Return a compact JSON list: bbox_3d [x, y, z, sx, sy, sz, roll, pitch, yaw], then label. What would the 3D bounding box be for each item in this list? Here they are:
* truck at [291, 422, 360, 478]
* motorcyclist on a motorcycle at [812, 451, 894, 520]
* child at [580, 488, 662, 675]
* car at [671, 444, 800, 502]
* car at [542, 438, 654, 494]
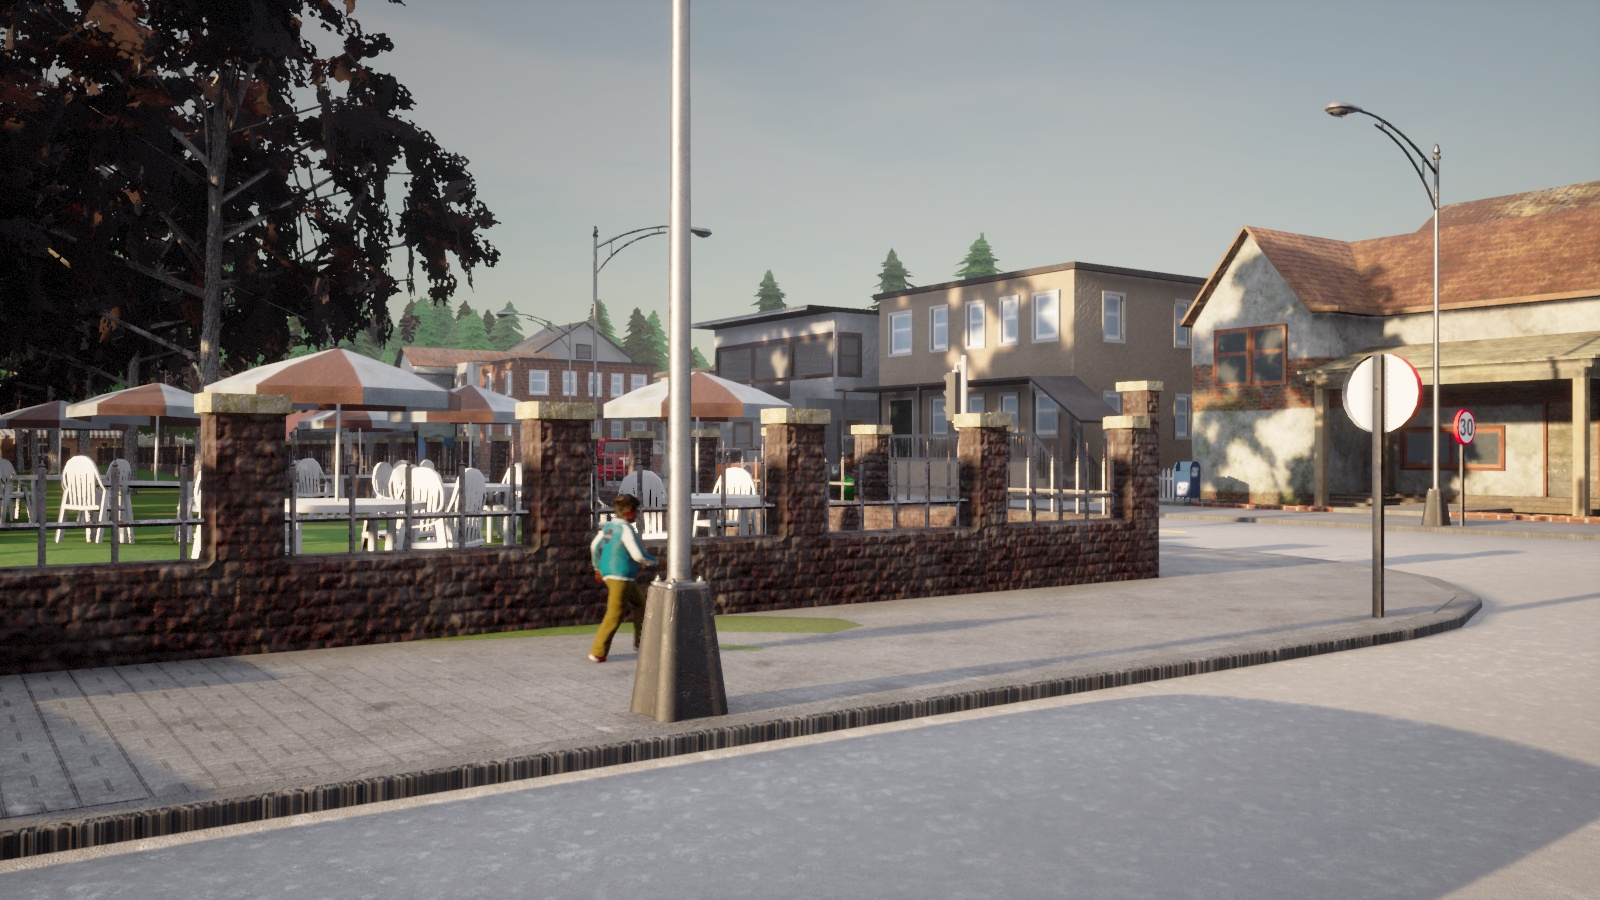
[{"bbox_3d":[-30.827,0.028,81.443,2.891,3.462,7.936,0,0,-30],"label":"truck"},{"bbox_3d":[1.197,0.795,29.008,0.797,1.523,2.044,0,0,-36],"label":"motorcyclist on a motorcycle"},{"bbox_3d":[-1.196,0.858,8.384,0.448,1.192,0.343,0,0,-27],"label":"child"},{"bbox_3d":[-2.155,0.708,40.806,2.097,1.767,4.553,0,0,-35],"label":"car"},{"bbox_3d":[-7.976,0.601,49.126,2.150,2.045,5.566,0,0,-35],"label":"car"}]
